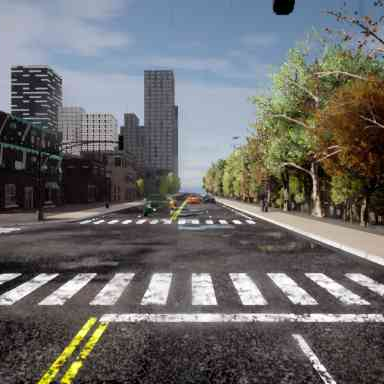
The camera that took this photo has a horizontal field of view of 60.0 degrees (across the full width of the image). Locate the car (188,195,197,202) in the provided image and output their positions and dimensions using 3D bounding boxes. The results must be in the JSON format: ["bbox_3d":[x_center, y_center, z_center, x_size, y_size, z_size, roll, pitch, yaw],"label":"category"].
[{"bbox_3d":[0.126,1.449,72.843,1.882,1.535,5.008,0,0,0],"label":"car"}]

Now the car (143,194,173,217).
[{"bbox_3d":[-3.293,1.212,32.085,2.150,2.045,5.566,0,0,0],"label":"car"}]

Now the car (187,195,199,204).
[{"bbox_3d":[0.195,1.328,63.022,2.097,1.767,4.553,0,0,0],"label":"car"}]

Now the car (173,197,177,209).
[{"bbox_3d":[-3.272,1.463,42.267,1.882,1.535,5.008,0,0,0],"label":"car"}]

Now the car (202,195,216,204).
[{"bbox_3d":[3.450,1.540,63.153,1.994,1.385,4.181,0,0,0],"label":"car"}]

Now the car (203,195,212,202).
[{"bbox_3d":[3.364,1.471,73.109,1.837,1.490,4.892,0,0,0],"label":"car"}]
